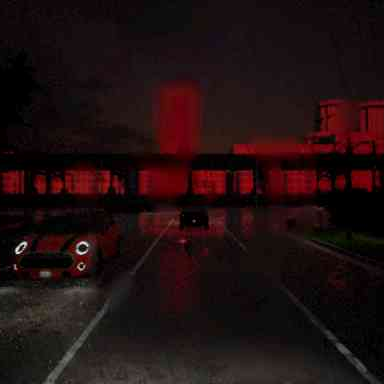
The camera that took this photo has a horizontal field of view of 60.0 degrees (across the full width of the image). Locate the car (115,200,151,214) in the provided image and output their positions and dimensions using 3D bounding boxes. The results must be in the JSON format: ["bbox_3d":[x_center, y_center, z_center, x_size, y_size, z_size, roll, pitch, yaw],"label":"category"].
[{"bbox_3d":[-7.770,1.940,39.496,4.718,1.301,1.895,0,-1,9],"label":"car"}]

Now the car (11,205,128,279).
[{"bbox_3d":[-3.581,1.443,10.384,2.097,1.767,4.553,0,0,0],"label":"car"}]

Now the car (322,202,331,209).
[{"bbox_3d":[22.019,1.822,49.754,4.892,1.490,1.837,-1,-1,2],"label":"car"}]

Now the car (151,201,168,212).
[{"bbox_3d":[-5.611,1.851,43.341,5.008,1.535,1.882,0,-1,2],"label":"car"}]

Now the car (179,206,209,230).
[{"bbox_3d":[0.133,1.680,22.998,1.882,1.535,5.008,0,-1,0],"label":"car"}]
